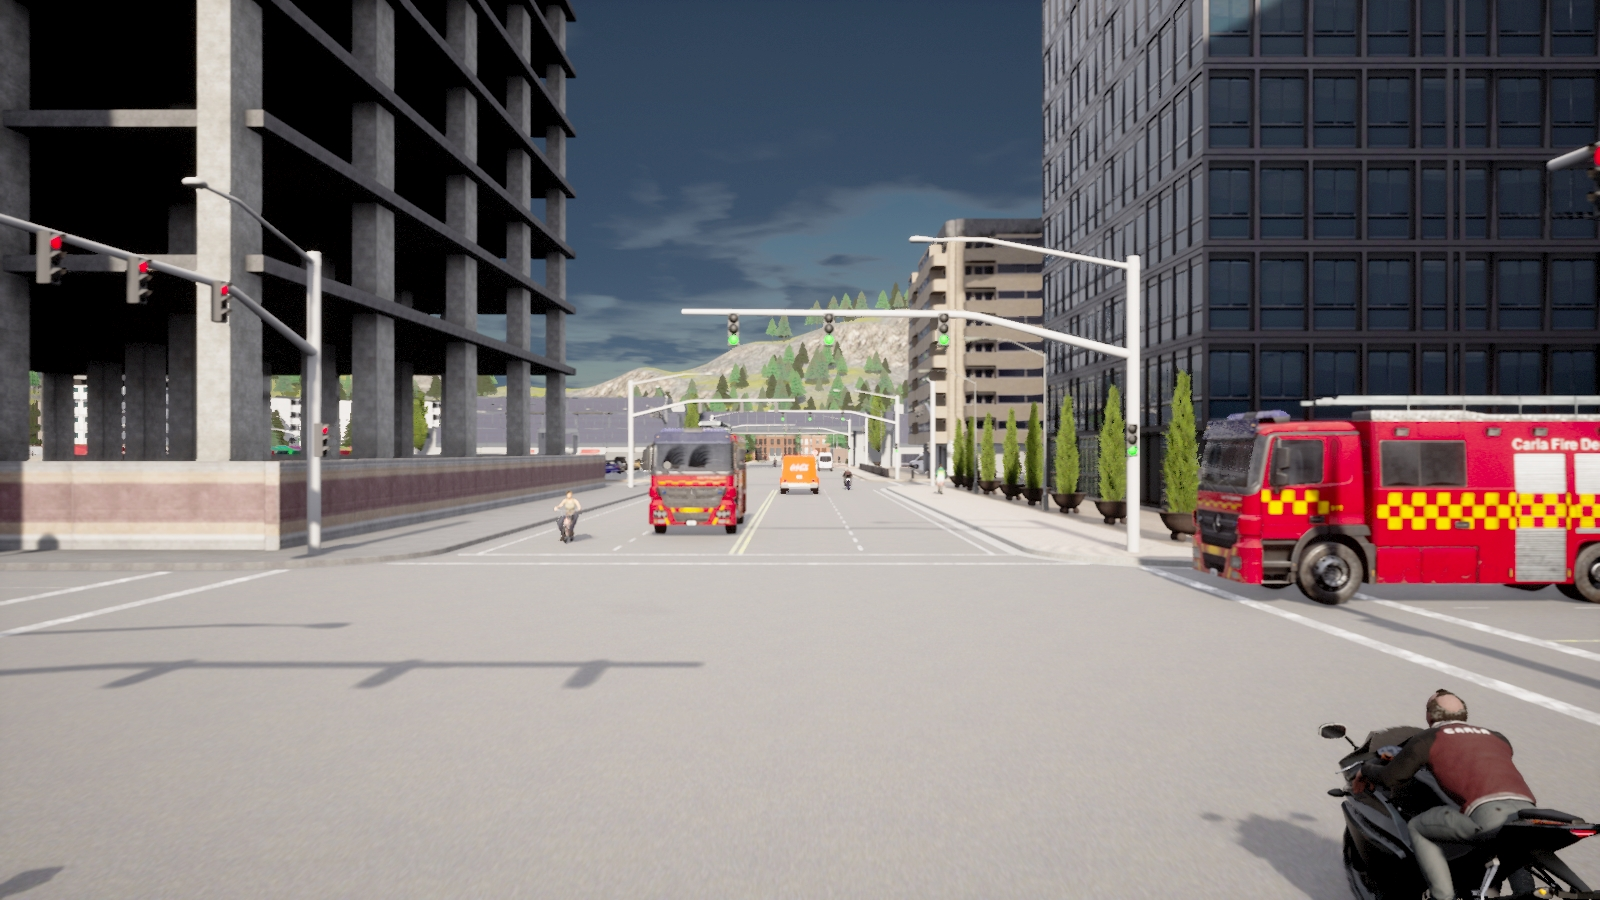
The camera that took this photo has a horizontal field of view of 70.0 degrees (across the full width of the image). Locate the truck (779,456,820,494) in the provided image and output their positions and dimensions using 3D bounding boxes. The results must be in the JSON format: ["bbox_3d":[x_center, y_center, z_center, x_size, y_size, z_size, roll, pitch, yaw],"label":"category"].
[{"bbox_3d":[-0.028,1.621,75.953,2.627,2.467,5.204,0,0,0],"label":"truck"}]

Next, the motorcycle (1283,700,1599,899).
[{"bbox_3d":[3.497,2.210,6.135,0.867,1.251,2.209,0,0,0],"label":"motorcycle"}]

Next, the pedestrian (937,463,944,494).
[{"bbox_3d":[8.499,1.745,69.000,0.375,1.860,0.375,0,0,-1],"label":"pedestrian"}]

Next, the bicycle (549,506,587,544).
[{"bbox_3d":[-7.027,2.255,34.688,0.859,1.126,1.487,0,-3,0],"label":"bicycle"}]

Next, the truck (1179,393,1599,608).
[{"bbox_3d":[11.966,0.907,21.851,8.468,3.827,2.891,0,0,-1],"label":"truck"}]

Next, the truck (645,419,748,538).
[{"bbox_3d":[-3.509,0.920,40.752,2.891,3.827,8.468,0,0,0],"label":"truck"}]
